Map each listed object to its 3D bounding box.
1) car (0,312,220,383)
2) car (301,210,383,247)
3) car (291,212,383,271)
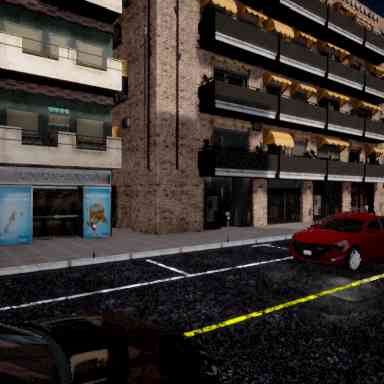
[{"bbox_3d":[-2.038,1.477,1.847,5.008,1.535,1.882,0,0,-35],"label":"car"},{"bbox_3d":[7.172,1.583,15.538,4.206,1.307,1.802,0,0,-35],"label":"car"},{"bbox_3d":[5.370,1.478,11.072,5.008,1.535,1.882,0,0,-36],"label":"car"}]
